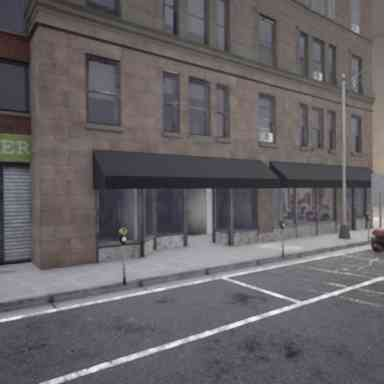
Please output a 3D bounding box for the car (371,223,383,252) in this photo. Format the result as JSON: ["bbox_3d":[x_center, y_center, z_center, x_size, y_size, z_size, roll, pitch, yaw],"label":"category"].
[{"bbox_3d":[8.566,1.548,12.706,4.507,1.381,1.887,0,-1,-36],"label":"car"}]
